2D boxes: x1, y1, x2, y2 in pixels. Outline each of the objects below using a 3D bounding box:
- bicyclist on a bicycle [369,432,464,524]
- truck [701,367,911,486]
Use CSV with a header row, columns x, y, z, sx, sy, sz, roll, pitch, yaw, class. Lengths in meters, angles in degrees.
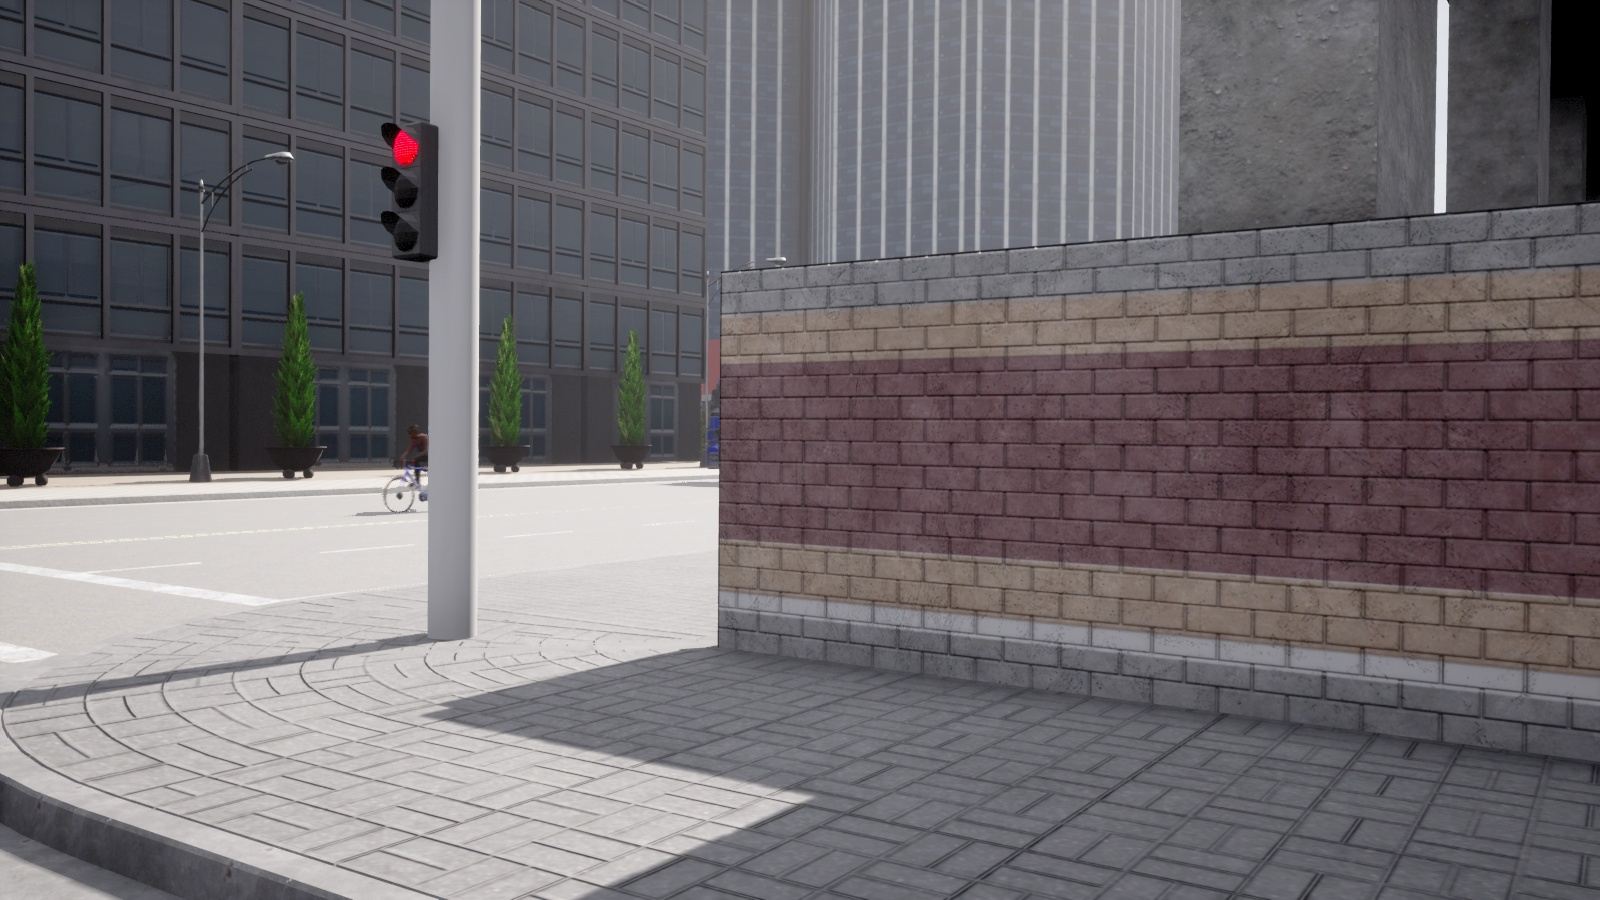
x,y,z,sx,sy,sz,roll,pitch,yaw,class
-7.060,0.487,23.184,0.582,1.620,1.656,0,1,34,bicyclist on a bicycle
0.405,-0.753,40.629,2.891,3.462,7.936,0,1,34,truck
